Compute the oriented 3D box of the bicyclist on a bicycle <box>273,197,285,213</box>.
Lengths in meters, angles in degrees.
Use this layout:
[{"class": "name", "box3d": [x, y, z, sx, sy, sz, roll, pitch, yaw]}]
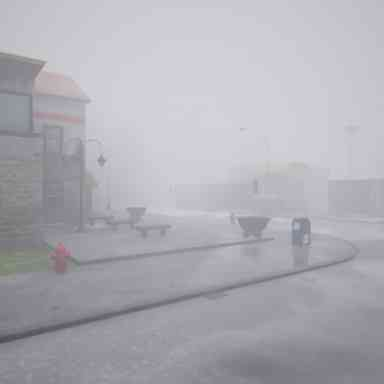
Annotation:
[{"class": "bicyclist on a bicycle", "box3d": [8.452, 1.262, 32.309, 1.656, 1.620, 0.582, -1, 0, -35]}]
